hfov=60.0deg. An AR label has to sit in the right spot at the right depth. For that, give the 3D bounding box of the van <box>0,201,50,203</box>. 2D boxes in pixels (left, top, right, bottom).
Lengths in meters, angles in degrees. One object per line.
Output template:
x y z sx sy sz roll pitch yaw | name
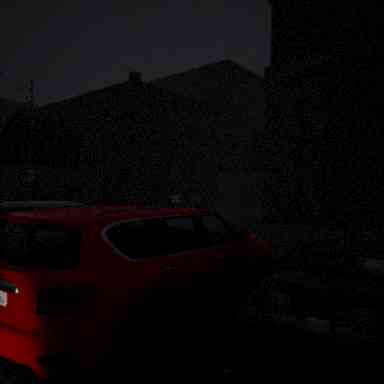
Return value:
-5.089 1.239 8.854 1.878 1.987 4.442 0 0 36 | van

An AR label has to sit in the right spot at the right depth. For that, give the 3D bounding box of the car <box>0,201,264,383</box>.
-0.483 1.225 5.738 2.435 2.045 5.566 0 0 36 | car

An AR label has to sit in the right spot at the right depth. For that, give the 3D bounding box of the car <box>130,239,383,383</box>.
1.856 1.481 4.022 2.231 1.521 4.892 0 0 36 | car
